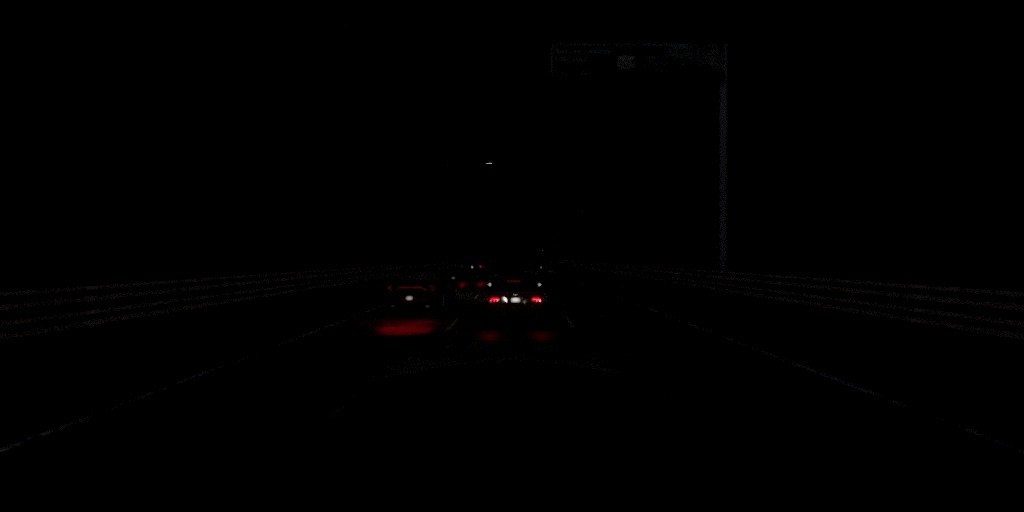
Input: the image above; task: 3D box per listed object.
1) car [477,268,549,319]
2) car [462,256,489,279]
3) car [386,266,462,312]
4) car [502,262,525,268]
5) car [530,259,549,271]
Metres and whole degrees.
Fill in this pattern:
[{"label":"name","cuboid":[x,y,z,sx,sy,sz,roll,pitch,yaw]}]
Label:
[{"label":"car","cuboid":[0.100,1.313,12.761,2.033,1.411,5.357,0,0,0]},{"label":"car","cuboid":[-3.370,1.056,33.207,2.150,2.045,5.566,0,0,0]},{"label":"car","cuboid":[-3.398,1.247,14.350,1.882,1.535,5.008,0,0,0]},{"label":"car","cuboid":[0.138,1.343,33.913,1.837,1.490,4.892,0,0,0]},{"label":"car","cuboid":[3.672,1.417,46.682,1.994,1.385,4.181,0,0,1]}]
